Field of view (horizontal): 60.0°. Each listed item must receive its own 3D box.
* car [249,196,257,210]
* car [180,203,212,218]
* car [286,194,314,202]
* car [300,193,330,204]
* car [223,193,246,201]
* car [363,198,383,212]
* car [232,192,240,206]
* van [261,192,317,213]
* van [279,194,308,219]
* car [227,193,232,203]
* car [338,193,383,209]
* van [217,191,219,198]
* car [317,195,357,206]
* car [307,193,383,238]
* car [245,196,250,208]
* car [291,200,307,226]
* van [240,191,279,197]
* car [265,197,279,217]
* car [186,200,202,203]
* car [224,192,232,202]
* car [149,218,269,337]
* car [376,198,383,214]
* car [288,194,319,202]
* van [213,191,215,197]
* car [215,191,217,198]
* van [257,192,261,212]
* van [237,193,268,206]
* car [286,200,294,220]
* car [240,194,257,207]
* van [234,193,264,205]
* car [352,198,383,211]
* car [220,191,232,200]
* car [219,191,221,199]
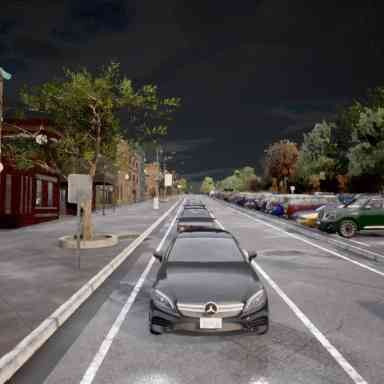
[{"bbox_3d":[9.168,1.470,36.689,4.792,1.488,2.163,0,0,0],"label":"car"},{"bbox_3d":[0.192,1.532,17.436,2.033,1.411,5.357,0,0,0],"label":"car"},{"bbox_3d":[22.001,1.188,67.995,4.892,1.521,2.231,0,1,0],"label":"car"},{"bbox_3d":[22.086,1.136,59.668,4.553,1.767,2.185,0,1,0],"label":"car"},{"bbox_3d":[8.868,1.039,70.332,4.553,1.767,2.185,0,1,0],"label":"car"},{"bbox_3d":[22.184,1.469,37.455,4.792,1.488,2.163,0,0,0],"label":"car"},{"bbox_3d":[9.031,1.113,47.905,5.566,2.045,2.435,0,1,0],"label":"car"},{"bbox_3d":[9.062,1.230,31.082,4.442,1.987,1.878,0,0,0],"label":"van"},{"bbox_3d":[9.336,1.237,25.474,4.442,1.987,1.878,0,0,0],"label":"van"},{"bbox_3d":[8.993,1.290,56.318,4.892,1.521,2.231,0,1,0],"label":"car"},{"bbox_3d":[22.145,1.153,43.011,5.566,2.045,2.435,0,0,0],"label":"car"},{"bbox_3d":[8.722,0.864,78.740,4.442,1.987,1.878,0,1,0],"label":"van"},{"bbox_3d":[22.301,1.332,51.341,5.366,1.575,1.946,0,1,0],"label":"car"},{"bbox_3d":[9.251,1.221,17.063,5.566,2.045,2.435,0,0,0],"label":"car"},{"bbox_3d":[9.116,1.466,39.496,4.674,1.452,2.002,0,0,0],"label":"car"},{"bbox_3d":[9.074,1.466,19.866,5.366,1.575,1.946,0,0,0],"label":"car"},{"bbox_3d":[9.196,1.163,45.106,4.442,1.987,1.878,0,0,0],"label":"van"},{"bbox_3d":[9.194,1.460,28.276,5.008,1.535,2.097,0,0,0],"label":"car"},{"bbox_3d":[0.218,1.442,29.884,2.128,1.511,4.902,0,0,0],"label":"car"},{"bbox_3d":[8.956,1.280,61.924,4.674,1.452,2.002,0,1,0],"label":"car"},{"bbox_3d":[0.252,1.524,6.857,1.812,1.442,4.674,0,0,0],"label":"car"},{"bbox_3d":[22.418,1.444,34.684,5.366,1.575,1.946,0,0,0],"label":"car"},{"bbox_3d":[21.830,1.209,65.217,5.366,1.575,1.946,0,0,0],"label":"car"},{"bbox_3d":[8.642,0.764,89.952,4.442,1.987,1.878,0,1,0],"label":"van"},{"bbox_3d":[8.814,1.065,81.545,5.008,1.535,2.097,0,1,0],"label":"car"},{"bbox_3d":[9.276,1.222,33.886,4.442,1.987,1.878,0,0,0],"label":"van"},{"bbox_3d":[9.156,1.114,50.710,4.442,1.987,1.878,0,1,0],"label":"van"},{"bbox_3d":[9.242,1.506,22.670,4.674,1.452,2.002,0,0,0],"label":"car"},{"bbox_3d":[9.105,1.409,42.299,4.892,1.521,2.231,0,0,0],"label":"car"},{"bbox_3d":[9.136,1.089,53.513,4.442,1.987,1.878,0,1,0],"label":"van"},{"bbox_3d":[22.222,1.452,40.238,4.792,1.488,2.163,0,0,0],"label":"car"},{"bbox_3d":[8.910,0.963,64.725,5.566,2.045,2.435,0,1,0],"label":"car"},{"bbox_3d":[8.891,0.938,67.528,5.566,2.045,2.435,0,1,0],"label":"car"}]
